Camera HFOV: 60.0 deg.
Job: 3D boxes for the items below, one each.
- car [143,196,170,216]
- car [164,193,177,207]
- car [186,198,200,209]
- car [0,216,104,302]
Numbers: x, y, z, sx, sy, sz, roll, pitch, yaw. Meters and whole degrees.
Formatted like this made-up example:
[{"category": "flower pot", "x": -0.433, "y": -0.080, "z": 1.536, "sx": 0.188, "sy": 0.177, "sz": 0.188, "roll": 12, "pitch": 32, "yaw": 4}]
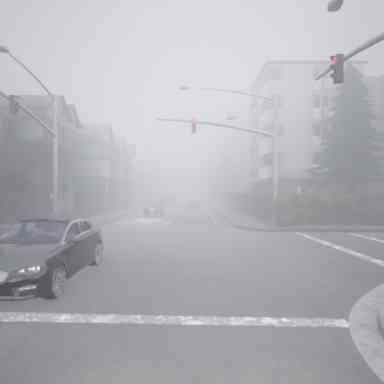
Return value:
[{"category": "car", "x": -3.581, "y": 1.482, "z": 32.388, "sx": 2.128, "sy": 1.511, "sz": 4.902, "roll": 0, "pitch": 0, "yaw": 0}, {"category": "car", "x": -3.485, "y": 1.212, "z": 51.844, "sx": 2.150, "sy": 2.045, "sz": 5.566, "roll": 0, "pitch": 0, "yaw": 0}, {"category": "car", "x": 0.119, "y": 1.513, "z": 45.537, "sx": 1.812, "sy": 1.442, "sz": 4.674, "roll": 0, "pitch": 0, "yaw": 0}, {"category": "car", "x": -3.582, "y": 1.389, "z": 8.203, "sx": 2.128, "sy": 1.511, "sz": 4.902, "roll": 1, "pitch": 0, "yaw": 0}]
